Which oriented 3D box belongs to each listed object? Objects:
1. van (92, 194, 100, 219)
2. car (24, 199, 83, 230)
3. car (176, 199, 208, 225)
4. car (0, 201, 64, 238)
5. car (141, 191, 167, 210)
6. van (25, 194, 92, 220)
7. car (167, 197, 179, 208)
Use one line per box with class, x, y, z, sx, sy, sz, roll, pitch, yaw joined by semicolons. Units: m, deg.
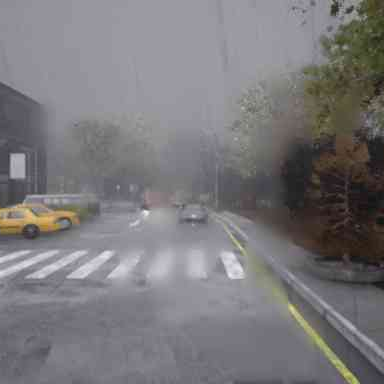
van;-9.393;1.147;25.525;4.442;1.987;1.878;-1;1;-21
car;-9.232;1.449;19.581;5.008;1.535;2.097;-1;0;-20
car;0.073;1.481;23.219;1.994;1.385;4.181;0;1;-1
car;-9.372;1.480;16.512;5.366;1.575;1.946;-1;0;-20
car;-4.688;0.932;38.827;2.150;2.045;5.566;0;1;-12
van;-9.365;1.186;22.525;4.442;1.987;1.878;-1;1;-21
car;-2.388;1.248;41.285;1.994;1.385;4.181;0;1;-16
